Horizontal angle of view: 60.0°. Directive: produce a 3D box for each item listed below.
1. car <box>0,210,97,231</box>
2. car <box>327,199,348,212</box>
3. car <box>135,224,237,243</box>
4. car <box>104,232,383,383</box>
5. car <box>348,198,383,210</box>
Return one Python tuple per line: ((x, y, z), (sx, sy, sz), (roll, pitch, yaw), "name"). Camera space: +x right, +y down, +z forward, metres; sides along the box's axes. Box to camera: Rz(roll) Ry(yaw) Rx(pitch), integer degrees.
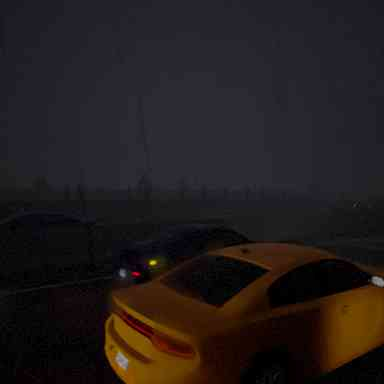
((-6.098, 1.478, 12.533), (5.008, 1.535, 1.882), (0, 0, -35), "car")
((17.353, 1.541, 37.721), (5.008, 1.535, 1.882), (1, -1, -35), "car")
((0.417, 1.528, 8.333), (4.674, 1.442, 1.812), (0, 0, -36), "car")
((1.329, 1.479, 4.683), (5.008, 1.535, 1.882), (0, 0, -36), "car")
((18.568, 1.391, 34.291), (4.553, 1.767, 2.097), (1, 0, -35), "car")
